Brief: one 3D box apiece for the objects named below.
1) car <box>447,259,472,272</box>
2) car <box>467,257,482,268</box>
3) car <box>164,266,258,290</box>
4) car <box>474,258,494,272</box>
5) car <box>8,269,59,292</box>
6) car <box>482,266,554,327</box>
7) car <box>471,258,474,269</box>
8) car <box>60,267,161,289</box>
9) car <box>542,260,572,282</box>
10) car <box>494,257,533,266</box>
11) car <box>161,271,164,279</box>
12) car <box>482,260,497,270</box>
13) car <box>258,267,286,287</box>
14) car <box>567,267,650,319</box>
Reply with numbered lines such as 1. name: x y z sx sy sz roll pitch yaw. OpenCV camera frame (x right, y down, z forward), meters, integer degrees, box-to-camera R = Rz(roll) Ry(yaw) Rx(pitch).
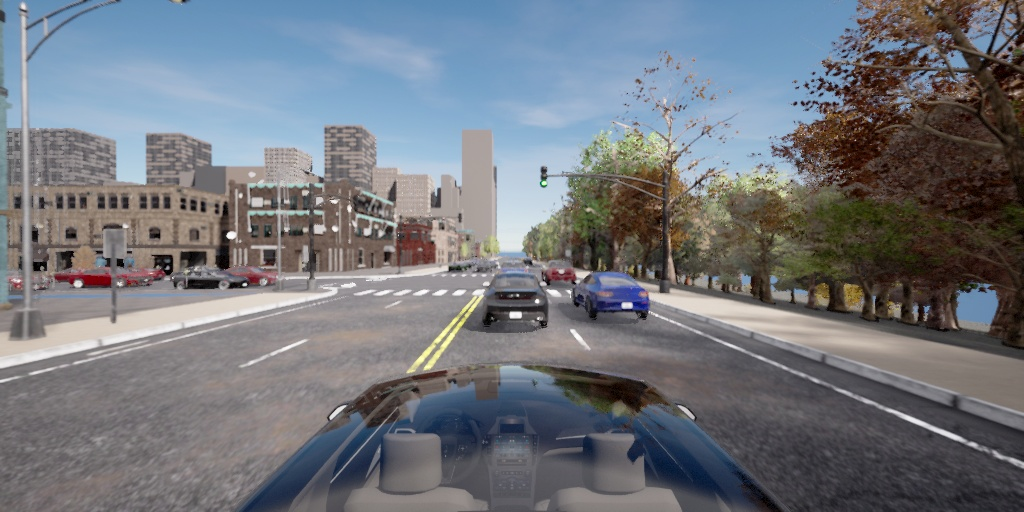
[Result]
1. car: -6.614 1.334 44.212 1.895 1.301 4.718 0 0 3
2. car: -6.560 1.076 62.429 2.097 1.767 4.553 0 0 0
3. car: -19.959 1.560 23.890 4.313 1.339 1.948 0 0 0
4. car: -3.391 1.238 44.613 1.837 1.490 4.892 0 0 -2
5. car: -33.836 1.592 24.021 4.097 1.591 1.967 0 0 0
6. car: 0.095 1.253 11.587 1.837 1.490 4.892 0 0 0
7. car: -6.607 1.329 53.386 1.895 1.301 4.718 0 0 0
8. car: -29.647 1.556 26.603 5.008 1.535 1.882 -1 1 0
9. car: 3.337 1.094 26.320 2.097 1.767 4.553 0 0 0
10. car: 0.088 1.094 24.341 2.097 1.767 4.553 0 0 0
11. car: -28.297 1.554 32.398 4.403 1.370 2.007 0 0 0
12. car: -3.355 1.292 54.569 1.994 1.385 4.181 0 0 0
13. car: -19.417 1.486 26.602 4.674 1.442 1.812 -1 1 -1
14. car: 3.341 1.273 12.714 1.812 1.442 4.674 0 0 0
